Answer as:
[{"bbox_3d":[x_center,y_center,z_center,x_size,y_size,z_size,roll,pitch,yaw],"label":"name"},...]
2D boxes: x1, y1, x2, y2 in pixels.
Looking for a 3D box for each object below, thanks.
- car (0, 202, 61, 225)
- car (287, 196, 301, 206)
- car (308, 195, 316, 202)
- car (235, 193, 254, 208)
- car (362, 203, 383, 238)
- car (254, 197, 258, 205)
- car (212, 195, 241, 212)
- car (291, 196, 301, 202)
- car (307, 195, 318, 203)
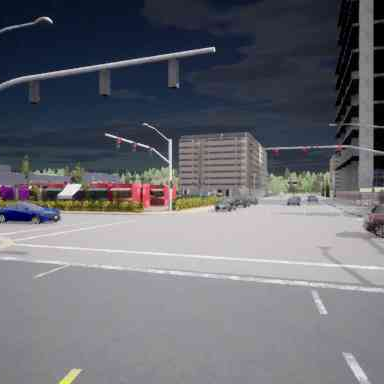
[{"bbox_3d":[-12.068,1.533,24.523,5.008,1.535,1.882,0,0,19],"label":"car"},{"bbox_3d":[17.196,1.564,56.188,1.994,1.385,4.181,0,0,19],"label":"car"},{"bbox_3d":[27.967,1.524,77.643,1.812,1.442,4.674,0,0,19],"label":"car"},{"bbox_3d":[7.239,1.221,49.113,2.150,2.045,5.566,0,0,18],"label":"car"},{"bbox_3d":[11.070,1.378,16.574,4.553,1.767,2.097,0,0,19],"label":"car"},{"bbox_3d":[10.455,1.564,58.643,1.994,1.385,4.181,0,0,19],"label":"car"},{"bbox_3d":[4.090,1.491,39.726,2.128,1.511,4.902,0,0,19],"label":"car"},{"bbox_3d":[24.501,1.552,78.314,1.994,1.385,4.181,0,0,19],"label":"car"},{"bbox_3d":[24.684,1.541,67.785,2.033,1.411,5.357,0,0,19],"label":"car"}]
